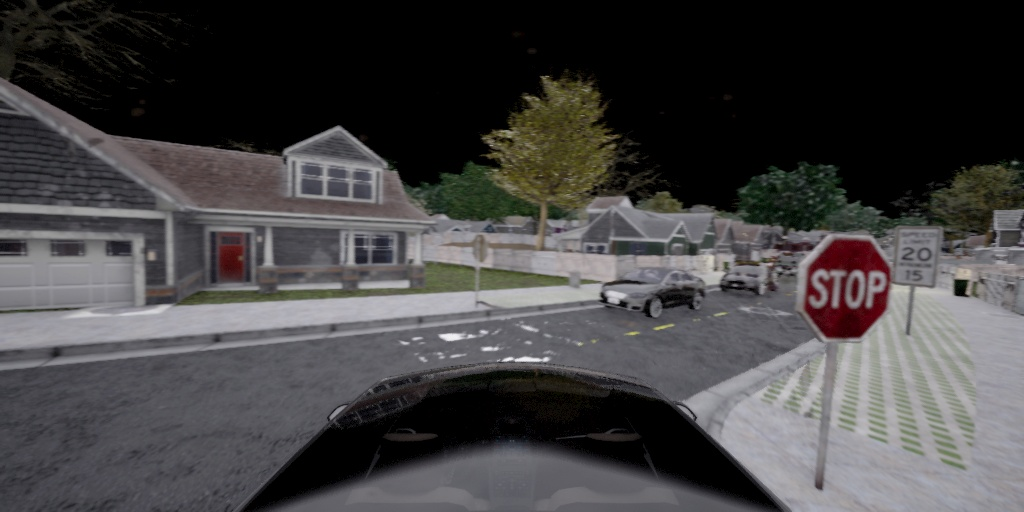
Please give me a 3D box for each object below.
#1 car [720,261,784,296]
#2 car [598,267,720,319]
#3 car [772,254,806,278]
[{"bbox_3d":[12.963,1.207,19.524,4.892,1.490,1.837,-1,4,-43],"label":"car"},{"bbox_3d":[5.081,1.152,12.732,4.902,1.511,2.128,1,4,-39],"label":"car"},{"bbox_3d":[23.140,0.882,29.774,2.150,2.045,5.566,5,5,43],"label":"car"}]
